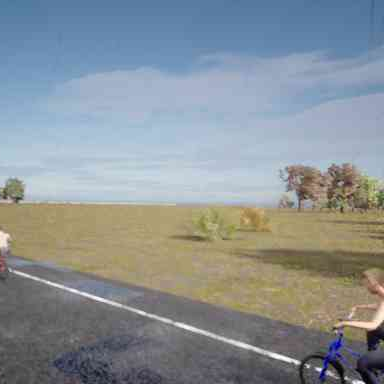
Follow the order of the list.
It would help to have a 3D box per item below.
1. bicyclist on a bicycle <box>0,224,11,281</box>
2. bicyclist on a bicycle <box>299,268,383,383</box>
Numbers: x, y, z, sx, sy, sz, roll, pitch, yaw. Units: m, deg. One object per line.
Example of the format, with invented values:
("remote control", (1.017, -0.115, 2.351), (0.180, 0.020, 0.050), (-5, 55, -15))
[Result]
("bicyclist on a bicycle", (-5.827, 1.776, 9.988), (1.509, 1.612, 0.866), (-1, -3, 39))
("bicyclist on a bicycle", (1.876, 1.622, 3.571), (1.509, 1.612, 0.866), (-1, -3, 40))
